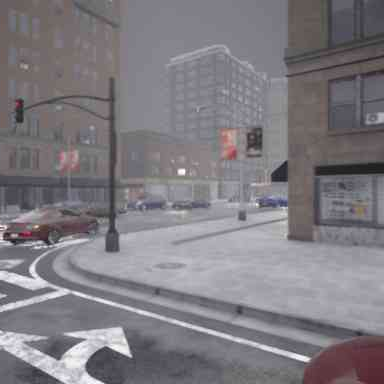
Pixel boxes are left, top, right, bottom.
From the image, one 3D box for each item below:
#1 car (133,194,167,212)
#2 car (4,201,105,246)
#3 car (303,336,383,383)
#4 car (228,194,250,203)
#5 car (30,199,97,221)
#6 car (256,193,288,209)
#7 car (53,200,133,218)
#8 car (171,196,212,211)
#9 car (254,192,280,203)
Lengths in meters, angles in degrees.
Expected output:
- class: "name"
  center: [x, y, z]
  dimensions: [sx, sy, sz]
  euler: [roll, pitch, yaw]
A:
- class: "car"
  center: [-4.667, 1.045, 34.199]
  dimensions: [2.097, 1.767, 4.553]
  euler: [0, 1, 36]
- class: "car"
  center: [-6.038, 1.413, 14.740]
  dimensions: [1.812, 1.442, 4.674]
  euler: [-2, 1, 16]
- class: "car"
  center: [2.922, 1.523, 1.600]
  dimensions: [4.674, 1.442, 1.812]
  euler: [0, 0, 36]
- class: "car"
  center: [7.144, 0.986, 50.584]
  dimensions: [1.994, 1.385, 4.181]
  euler: [0, 0, 36]
- class: "car"
  center: [-10.129, 1.343, 26.572]
  dimensions: [1.812, 1.442, 4.674]
  euler: [0, 1, 37]
- class: "car"
  center: [8.925, 1.002, 36.091]
  dimensions: [1.882, 1.535, 5.008]
  euler: [0, 1, 36]
- class: "car"
  center: [-7.332, 1.347, 24.905]
  dimensions: [2.033, 1.411, 5.357]
  euler: [0, 1, 36]
- class: "car"
  center: [0.043, 1.179, 35.192]
  dimensions: [2.033, 1.411, 5.357]
  euler: [0, 1, 36]
- class: "car"
  center: [11.509, 0.859, 51.048]
  dimensions: [2.128, 1.511, 4.902]
  euler: [0, 0, 36]
